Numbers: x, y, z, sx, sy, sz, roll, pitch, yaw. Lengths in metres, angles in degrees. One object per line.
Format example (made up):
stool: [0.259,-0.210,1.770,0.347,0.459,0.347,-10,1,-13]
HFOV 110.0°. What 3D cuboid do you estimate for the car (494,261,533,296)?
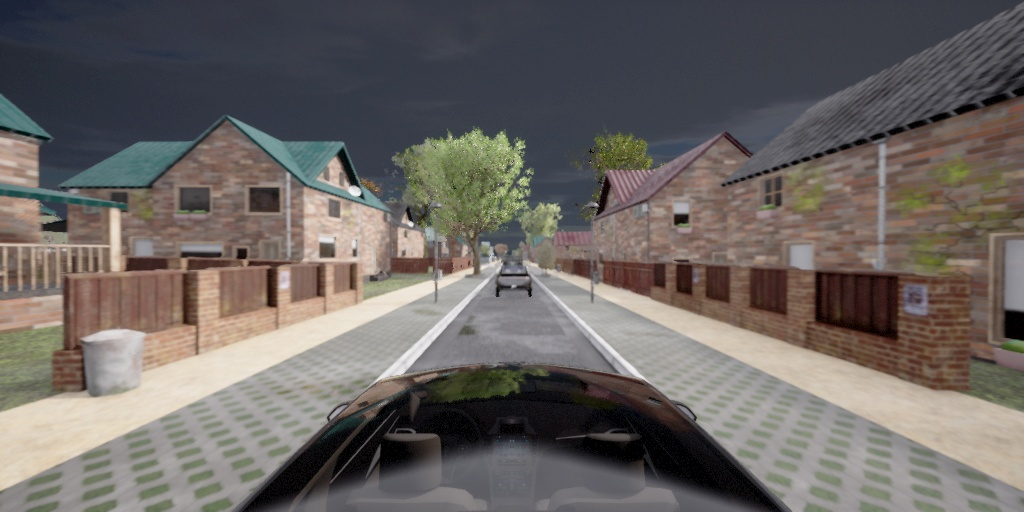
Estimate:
car: [0.089,1.221,19.118,2.128,1.511,4.902,0,0,0]

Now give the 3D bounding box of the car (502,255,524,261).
car: [0.075,0.941,38.739,2.150,2.045,5.566,0,0,0]
